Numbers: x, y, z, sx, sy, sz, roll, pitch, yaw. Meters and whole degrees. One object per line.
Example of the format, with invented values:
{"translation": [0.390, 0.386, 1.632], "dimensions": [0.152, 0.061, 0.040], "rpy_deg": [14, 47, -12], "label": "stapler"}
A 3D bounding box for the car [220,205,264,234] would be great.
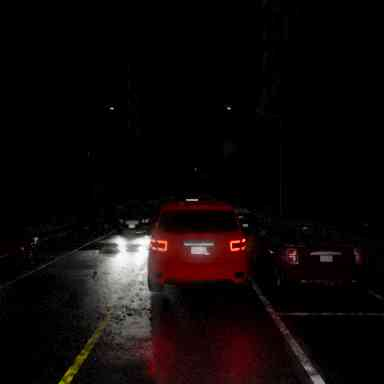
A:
{"translation": [2.864, 1.552, 20.012], "dimensions": [2.008, 1.369, 4.403], "rpy_deg": [0, 0, 0], "label": "car"}

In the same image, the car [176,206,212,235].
{"translation": [0.109, 1.602, 19.863], "dimensions": [1.895, 1.301, 4.718], "rpy_deg": [0, 0, 0], "label": "car"}

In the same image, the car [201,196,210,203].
{"translation": [2.935, 1.580, 73.684], "dimensions": [1.752, 1.417, 4.829], "rpy_deg": [0, 0, 0], "label": "car"}

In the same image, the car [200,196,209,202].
{"translation": [2.948, 1.617, 78.922], "dimensions": [2.008, 1.369, 4.403], "rpy_deg": [0, 0, 0], "label": "car"}

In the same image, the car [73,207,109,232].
{"translation": [-5.661, 1.567, 20.016], "dimensions": [1.947, 1.339, 4.313], "rpy_deg": [0, 0, 0], "label": "car"}

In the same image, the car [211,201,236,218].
{"translation": [2.870, 1.569, 31.014], "dimensions": [1.947, 1.339, 4.313], "rpy_deg": [0, 0, 0], "label": "car"}

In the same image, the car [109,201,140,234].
{"translation": [-3.077, 1.493, 19.505], "dimensions": [2.128, 1.511, 4.902], "rpy_deg": [0, 0, 0], "label": "car"}

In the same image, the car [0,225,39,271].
{"translation": [-5.667, 1.582, 9.014], "dimensions": [1.802, 1.307, 4.206], "rpy_deg": [0, 0, 0], "label": "car"}

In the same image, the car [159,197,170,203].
{"translation": [-5.603, 1.626, 68.122], "dimensions": [1.802, 1.307, 4.206], "rpy_deg": [0, 0, 0], "label": "car"}

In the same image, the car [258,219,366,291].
{"translation": [2.858, 1.440, 9.009], "dimensions": [1.967, 1.590, 4.097], "rpy_deg": [0, 0, 0], "label": "car"}

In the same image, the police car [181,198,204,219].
{"translation": [0.015, 1.428, 30.127], "dimensions": [1.930, 1.638, 5.238], "rpy_deg": [0, 0, 0], "label": "police car"}

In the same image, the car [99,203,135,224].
{"translation": [-5.659, 1.584, 25.517], "dimensions": [1.802, 1.307, 4.206], "rpy_deg": [0, 0, 0], "label": "car"}

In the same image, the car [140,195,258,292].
{"translation": [0.108, 1.221, 9.093], "dimensions": [2.150, 2.045, 5.566], "rpy_deg": [0, 0, -1], "label": "car"}
